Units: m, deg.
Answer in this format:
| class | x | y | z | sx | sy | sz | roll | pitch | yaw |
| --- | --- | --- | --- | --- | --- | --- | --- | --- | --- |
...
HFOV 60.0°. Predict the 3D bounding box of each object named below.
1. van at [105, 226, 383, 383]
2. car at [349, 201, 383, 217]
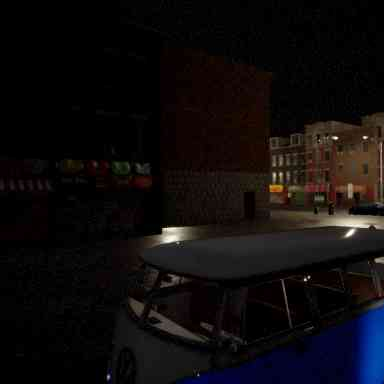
| class | x | y | z | sx | sy | sz | roll | pitch | yaw |
| --- | --- | --- | --- | --- | --- | --- | --- | --- | --- |
| van | 1.096 | 1.340 | 3.603 | 3.998 | 1.788 | 1.690 | 0 | 0 | -36 |
| car | 16.638 | 1.566 | 30.302 | 1.994 | 1.385 | 4.181 | 0 | 0 | -35 |
